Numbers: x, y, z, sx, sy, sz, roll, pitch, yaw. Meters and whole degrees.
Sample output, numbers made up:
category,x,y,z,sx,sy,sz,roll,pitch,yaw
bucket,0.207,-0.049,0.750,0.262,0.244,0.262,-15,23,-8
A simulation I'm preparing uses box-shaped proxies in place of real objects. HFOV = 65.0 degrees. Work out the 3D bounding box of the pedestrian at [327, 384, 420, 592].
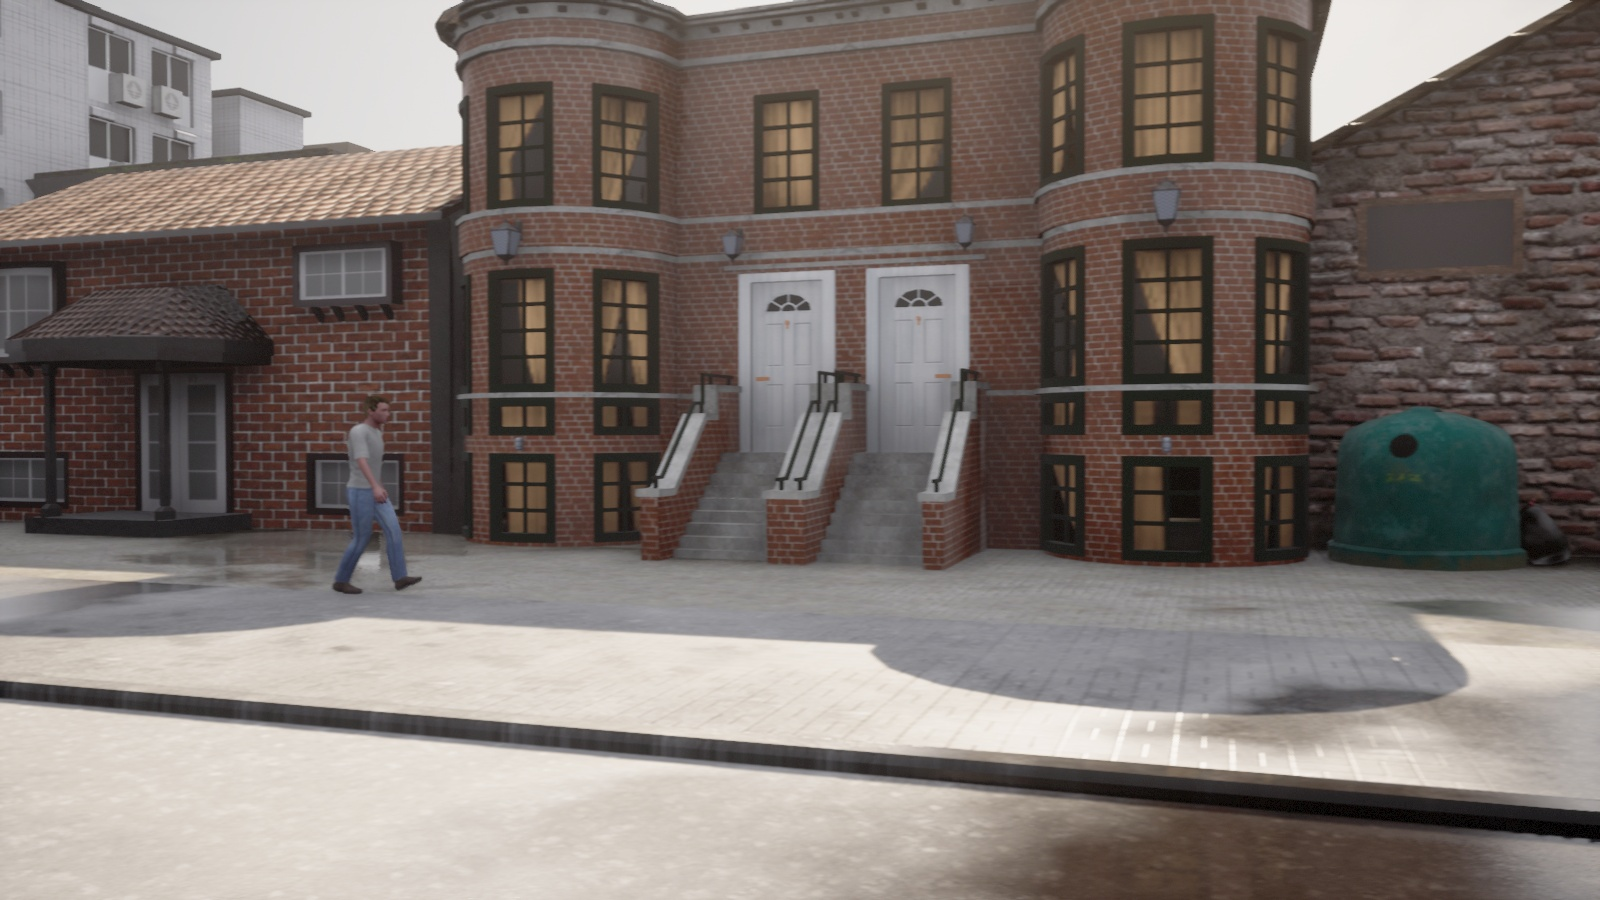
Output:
category,x,y,z,sx,sy,sz,roll,pitch,yaw
pedestrian,-3.835,0.329,11.303,0.706,1.836,0.354,0,1,5
